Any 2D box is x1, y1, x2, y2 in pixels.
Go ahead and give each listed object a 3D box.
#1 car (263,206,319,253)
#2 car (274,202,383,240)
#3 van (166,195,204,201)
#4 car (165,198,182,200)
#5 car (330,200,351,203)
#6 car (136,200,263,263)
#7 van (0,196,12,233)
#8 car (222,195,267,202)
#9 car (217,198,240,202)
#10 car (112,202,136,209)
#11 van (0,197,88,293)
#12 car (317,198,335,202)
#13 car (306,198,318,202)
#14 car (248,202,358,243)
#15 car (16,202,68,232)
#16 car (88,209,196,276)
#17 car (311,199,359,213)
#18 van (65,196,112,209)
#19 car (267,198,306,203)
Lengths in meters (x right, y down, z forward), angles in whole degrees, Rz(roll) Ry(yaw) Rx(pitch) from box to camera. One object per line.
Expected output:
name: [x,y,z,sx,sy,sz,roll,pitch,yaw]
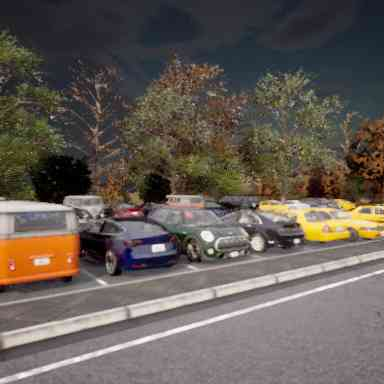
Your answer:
car: [2.327,1.475,13.777,2.231,1.521,4.892,0,0,-35]
car: [6.851,1.487,16.767,1.946,1.575,5.366,0,0,-35]
van: [-0.857,1.262,27.706,1.878,1.987,4.442,0,0,-35]
car: [-3.067,1.506,26.030,2.163,1.488,4.792,0,0,-35]
car: [11.479,1.519,20.049,1.946,1.575,5.366,0,0,-35]
car: [0.038,1.349,12.199,2.185,1.767,4.553,0,0,-35]
van: [-12.047,1.259,19.767,1.878,1.987,4.442,0,0,-35]
car: [3.814,1.269,30.911,2.435,2.045,5.566,0,0,-35]
car: [1.586,1.533,29.261,2.163,1.488,4.792,0,0,-35]
car: [-5.220,1.501,24.503,2.163,1.488,4.792,0,0,-35]
van: [-4.538,1.261,9.057,1.878,1.987,4.442,0,0,-35]
car: [12.882,1.618,37.273,2.163,1.488,4.792,0,0,-35]
car: [10.608,1.611,35.692,2.002,1.452,4.674,0,0,-35]
car: [4.473,1.476,15.534,1.946,1.575,5.366,0,0,-35]
car: [-9.723,1.477,21.279,2.097,1.535,5.008,0,0,-35]
car: [-2.223,1.509,10.593,2.163,1.488,4.792,0,0,-35]
car: [17.287,1.621,40.427,2.097,1.535,5.008,0,0,-35]
van: [-7.385,1.247,22.799,1.878,1.987,4.442,0,0,-36]
car: [8.454,1.551,33.940,1.946,1.575,5.366,0,0,-35]
